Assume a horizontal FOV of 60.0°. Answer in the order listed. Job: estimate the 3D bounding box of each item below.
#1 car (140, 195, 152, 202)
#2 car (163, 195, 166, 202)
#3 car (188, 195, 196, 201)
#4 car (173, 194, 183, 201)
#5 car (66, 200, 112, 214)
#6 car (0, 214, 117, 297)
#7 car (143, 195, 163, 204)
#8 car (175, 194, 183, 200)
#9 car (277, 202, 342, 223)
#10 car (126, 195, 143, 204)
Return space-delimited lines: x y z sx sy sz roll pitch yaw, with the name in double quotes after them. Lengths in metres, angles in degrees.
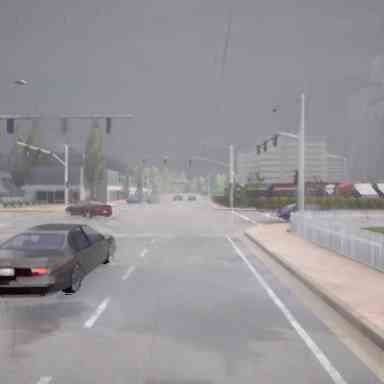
-10.497 1.405 75.697 2.128 1.511 4.902 0 0 0 "car"
-6.997 1.357 75.752 1.882 1.535 5.008 0 0 0 "car"
0.003 1.393 77.856 2.128 1.511 4.902 0 0 0 "car"
-3.497 1.408 77.856 2.033 1.411 5.357 0 0 0 "car"
-8.944 1.432 28.646 5.008 1.535 1.882 0 -1 41 "car"
-3.434 1.533 8.699 2.033 1.411 5.357 0 0 0 "car"
-7.035 1.256 60.294 2.097 1.767 4.553 0 0 1 "car"
-3.496 1.285 88.130 1.994 1.385 4.181 0 0 0 "car"
8.660 1.487 24.538 4.674 1.442 1.812 0 -1 -4 "car"
-10.530 1.256 60.233 2.097 1.767 4.553 0 0 0 "car"
